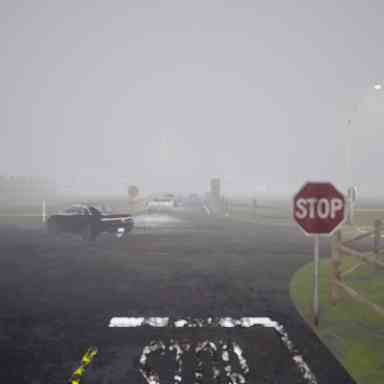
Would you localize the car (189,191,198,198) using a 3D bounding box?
[{"bbox_3d":[0.246,0.485,72.632,1.895,1.301,4.718,0,1,0],"label":"car"}]

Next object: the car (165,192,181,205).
[{"bbox_3d":[-2.708,0.872,39.682,1.882,1.535,5.008,0,1,0],"label":"car"}]

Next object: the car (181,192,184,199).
[{"bbox_3d":[-2.658,0.809,49.489,1.994,1.385,4.181,0,1,1],"label":"car"}]

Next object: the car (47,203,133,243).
[{"bbox_3d":[-4.681,1.257,14.893,4.902,1.511,2.128,1,1,41],"label":"car"}]

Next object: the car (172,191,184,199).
[{"bbox_3d":[-2.557,0.616,62.038,1.994,1.385,4.181,0,1,0],"label":"car"}]

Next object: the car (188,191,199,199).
[{"bbox_3d":[0.286,0.523,62.491,1.882,1.535,5.008,0,1,0],"label":"car"}]

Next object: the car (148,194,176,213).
[{"bbox_3d":[-2.778,1.140,30.202,1.895,1.301,4.718,0,1,2],"label":"car"}]
